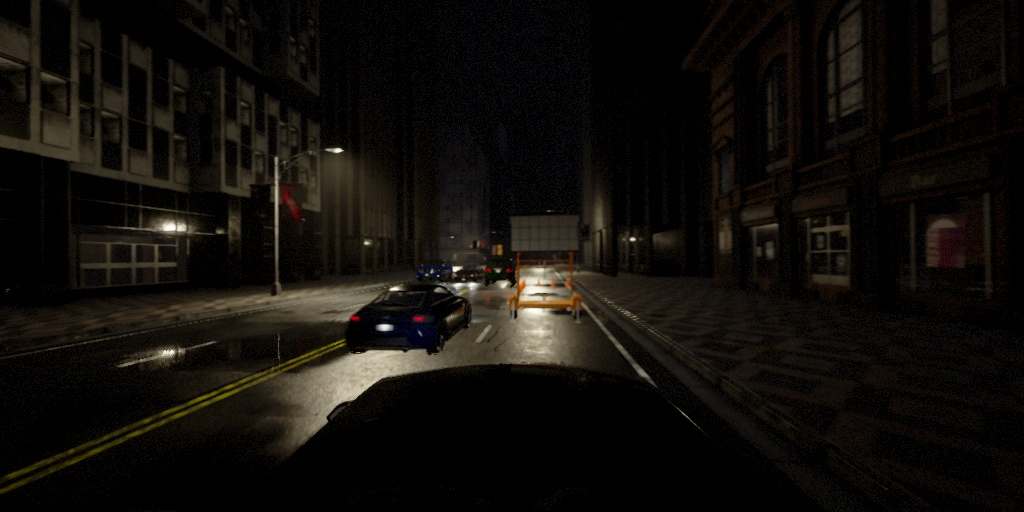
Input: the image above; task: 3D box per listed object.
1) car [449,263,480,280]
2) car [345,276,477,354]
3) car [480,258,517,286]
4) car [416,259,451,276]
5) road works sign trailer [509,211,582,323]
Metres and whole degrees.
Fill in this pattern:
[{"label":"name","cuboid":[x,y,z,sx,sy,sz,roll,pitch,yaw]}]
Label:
[{"label":"car","cuboid":[-3.756,1.546,32.145,2.033,1.411,5.357,-1,0,5]},{"label":"car","cuboid":[-2.321,1.388,9.026,1.994,1.385,4.181,-1,0,5]},{"label":"car","cuboid":[-0.717,1.157,27.343,2.150,2.045,5.566,-1,0,5]},{"label":"car","cuboid":[-6.949,1.259,32.976,2.150,2.045,5.566,-1,0,5]},{"label":"road works sign trailer","cuboid":[1.147,0.278,12.442,2.380,3.560,2.880,0,0,5]}]
